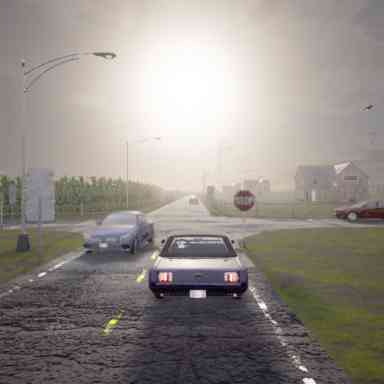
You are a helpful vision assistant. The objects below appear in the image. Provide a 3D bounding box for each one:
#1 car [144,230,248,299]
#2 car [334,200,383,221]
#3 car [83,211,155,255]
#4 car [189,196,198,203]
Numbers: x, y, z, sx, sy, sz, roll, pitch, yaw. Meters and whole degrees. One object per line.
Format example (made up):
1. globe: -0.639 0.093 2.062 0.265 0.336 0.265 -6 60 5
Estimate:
1. car: 0.152 1.604 8.388 1.895 1.301 4.718 0 0 1
2. car: 13.301 1.366 25.044 5.008 1.535 1.882 -1 0 1
3. car: -2.739 1.531 13.471 1.812 1.442 4.674 -1 0 6
4. car: 0.363 1.576 70.583 2.128 1.511 4.902 0 0 0
